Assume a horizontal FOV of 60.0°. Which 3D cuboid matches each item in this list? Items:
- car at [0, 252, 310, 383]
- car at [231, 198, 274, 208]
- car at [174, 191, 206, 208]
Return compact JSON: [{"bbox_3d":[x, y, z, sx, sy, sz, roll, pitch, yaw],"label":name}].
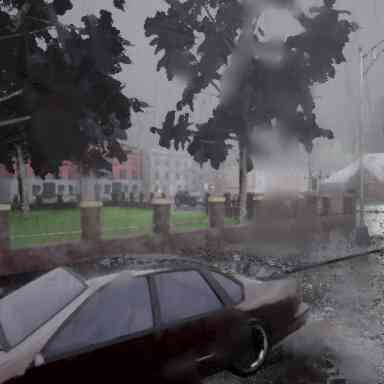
[{"bbox_3d":[-0.892,1.525,3.938,5.357,1.411,2.033,-1,1,-35],"label":"car"},{"bbox_3d":[6.031,1.117,32.796,1.882,1.535,5.008,-1,1,-35],"label":"car"},{"bbox_3d":[-0.083,0.857,41.550,2.150,2.045,5.566,-1,1,-34],"label":"car"}]
